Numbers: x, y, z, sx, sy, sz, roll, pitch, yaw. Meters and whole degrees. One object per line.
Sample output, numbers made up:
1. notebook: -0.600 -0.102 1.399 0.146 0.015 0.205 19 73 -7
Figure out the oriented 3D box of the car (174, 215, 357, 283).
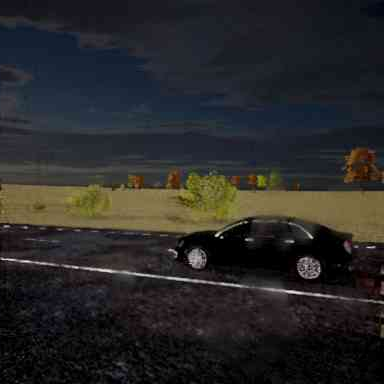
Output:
1. car: 1.854 1.422 9.260 4.892 1.490 1.837 0 0 24
